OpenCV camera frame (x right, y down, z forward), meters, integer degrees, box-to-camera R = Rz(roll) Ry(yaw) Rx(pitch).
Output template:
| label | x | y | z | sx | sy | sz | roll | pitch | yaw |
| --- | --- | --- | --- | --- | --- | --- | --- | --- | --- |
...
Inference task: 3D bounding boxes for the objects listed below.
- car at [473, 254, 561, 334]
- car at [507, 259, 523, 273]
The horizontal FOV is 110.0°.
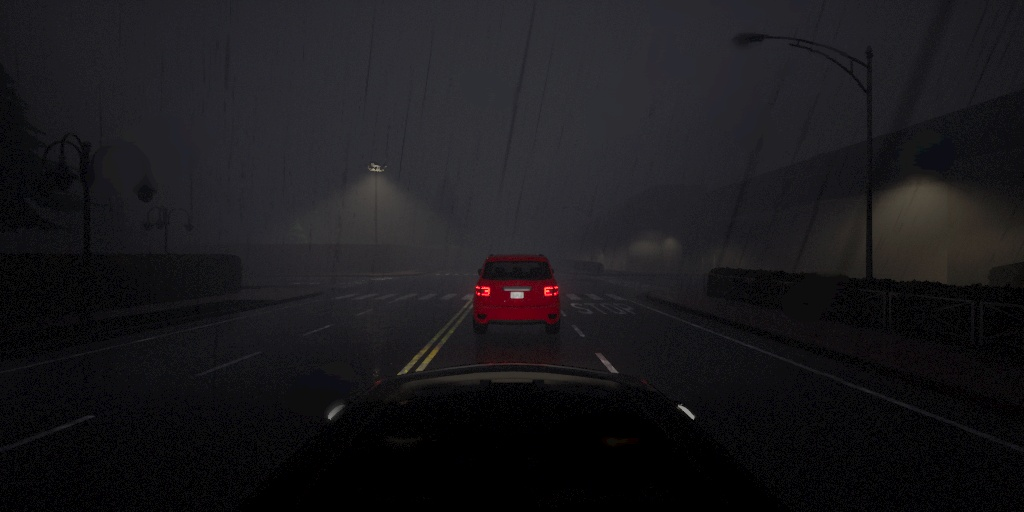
| label | x | y | z | sx | sy | sz | roll | pitch | yaw |
| --- | --- | --- | --- | --- | --- | --- | --- | --- | --- |
| car | 0.121 | 0.971 | 10.734 | 2.150 | 2.045 | 5.566 | 0 | 0 | 0 |
| car | 0.353 | 1.228 | 45.586 | 1.882 | 1.535 | 5.008 | 0 | 0 | 1 |
